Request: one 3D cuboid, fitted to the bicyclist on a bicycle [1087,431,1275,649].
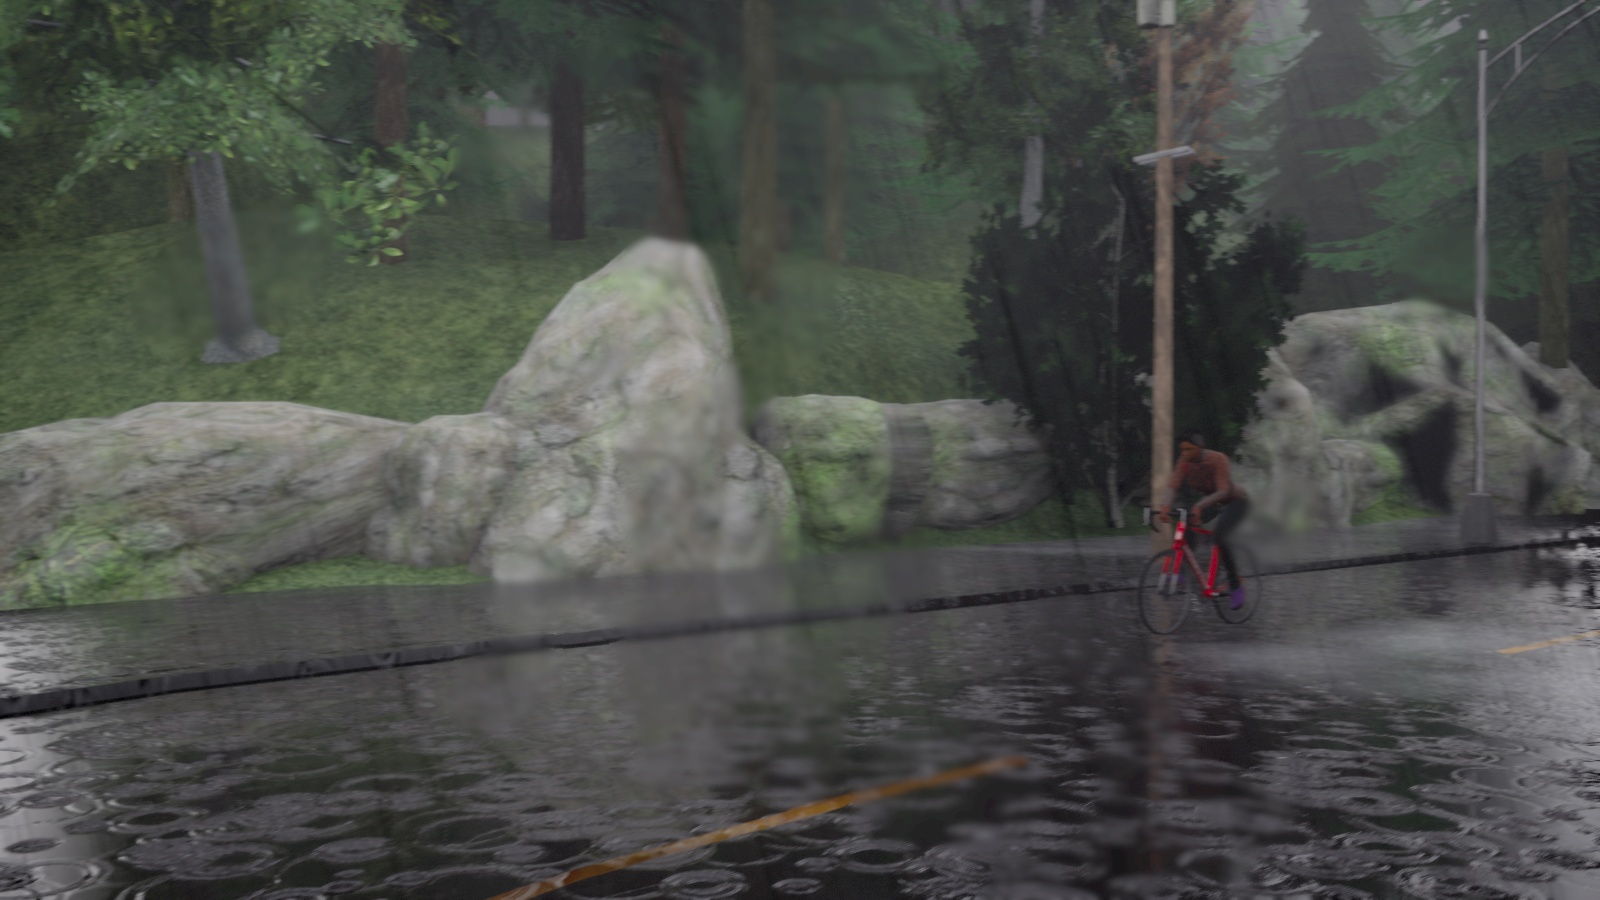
[{"bbox_3d":[3.061,0.660,10.032,1.656,1.620,0.582,0,1,-38],"label":"bicyclist on a bicycle"}]
